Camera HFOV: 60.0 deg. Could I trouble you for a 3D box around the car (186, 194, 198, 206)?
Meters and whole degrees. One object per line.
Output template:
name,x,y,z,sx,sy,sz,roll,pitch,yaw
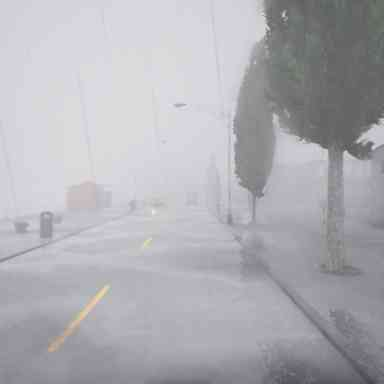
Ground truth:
car,-0.020,1.454,52.260,1.895,1.301,4.718,0,0,0

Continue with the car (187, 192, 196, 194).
car,-0.024,1.044,62.262,2.150,2.045,5.566,0,0,0

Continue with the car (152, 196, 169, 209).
car,-4.042,1.356,43.205,1.882,1.535,5.008,0,0,0
